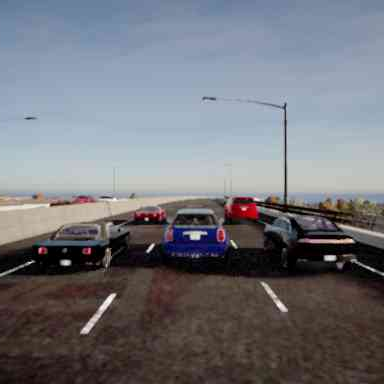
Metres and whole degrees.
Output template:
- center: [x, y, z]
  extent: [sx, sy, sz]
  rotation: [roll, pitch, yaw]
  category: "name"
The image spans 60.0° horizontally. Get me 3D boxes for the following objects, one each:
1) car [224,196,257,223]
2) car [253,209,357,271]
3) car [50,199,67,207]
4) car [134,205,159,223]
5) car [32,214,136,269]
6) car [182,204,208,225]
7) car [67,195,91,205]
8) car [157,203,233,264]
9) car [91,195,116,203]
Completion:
- center: [3.794, 1.317, 26.471]
  extent: [2.150, 2.045, 5.566]
  rotation: [0, 0, 1]
  category: "car"
- center: [3.610, 1.520, 11.018]
  extent: [2.128, 1.511, 4.902]
  rotation: [0, -1, 1]
  category: "car"
- center: [-20.256, 1.819, 51.796]
  extent: [1.895, 1.301, 4.718]
  rotation: [0, 0, 2]
  category: "car"
- center: [-3.215, 1.692, 26.209]
  extent: [1.895, 1.301, 4.718]
  rotation: [0, 0, 1]
  category: "car"
- center: [-3.387, 1.632, 11.234]
  extent: [1.895, 1.301, 4.718]
  rotation: [0, 0, 1]
  category: "car"
- center: [0.285, 1.692, 26.189]
  extent: [1.895, 1.301, 4.718]
  rotation: [0, 0, 1]
  category: "car"
- center: [-16.767, 1.438, 51.494]
  extent: [2.150, 2.045, 5.566]
  rotation: [0, 0, 2]
  category: "car"
- center: [0.127, 1.387, 12.180]
  extent: [2.097, 1.767, 4.553]
  rotation: [0, 0, 1]
  category: "car"
- center: [-13.273, 1.438, 51.370]
  extent: [2.150, 2.045, 5.566]
  rotation: [0, 0, 2]
  category: "car"
